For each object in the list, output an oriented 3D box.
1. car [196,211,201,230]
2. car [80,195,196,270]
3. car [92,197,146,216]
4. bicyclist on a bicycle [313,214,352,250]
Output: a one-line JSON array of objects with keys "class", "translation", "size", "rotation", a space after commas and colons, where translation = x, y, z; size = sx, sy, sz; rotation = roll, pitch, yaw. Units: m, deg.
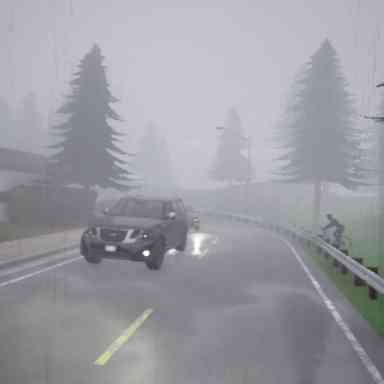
[{"class": "car", "translation": [-0.681, 1.499, 21.348], "size": [1.837, 1.490, 4.892], "rotation": [3, 0, -9]}, {"class": "car", "translation": [-1.575, 1.148, 11.349], "size": [2.150, 2.045, 5.566], "rotation": [3, 0, 11]}, {"class": "car", "translation": [-6.458, 1.260, 29.573], "size": [4.181, 1.385, 1.994], "rotation": [3, 0, 22]}, {"class": "bicyclist on a bicycle", "translation": [6.323, 1.823, 14.977], "size": [1.656, 1.620, 0.582], "rotation": [2, 1, 12]}]
